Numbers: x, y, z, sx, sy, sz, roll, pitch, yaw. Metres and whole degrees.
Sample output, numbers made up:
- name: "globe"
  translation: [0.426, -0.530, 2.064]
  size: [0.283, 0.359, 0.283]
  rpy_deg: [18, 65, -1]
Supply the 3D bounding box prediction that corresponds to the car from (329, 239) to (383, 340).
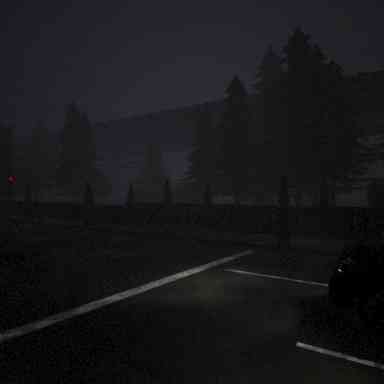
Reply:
- name: "car"
  translation: [4.974, 1.222, 4.694]
  size: [5.566, 2.045, 2.150]
  rpy_deg: [0, 0, 38]
